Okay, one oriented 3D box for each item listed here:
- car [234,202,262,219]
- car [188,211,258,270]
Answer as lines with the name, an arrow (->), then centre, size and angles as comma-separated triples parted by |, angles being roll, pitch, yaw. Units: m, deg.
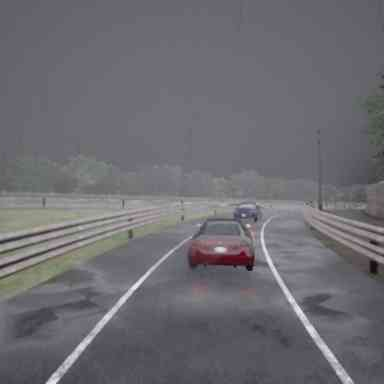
car -> 4.444, 1.542, 26.439 | 1.812, 1.442, 4.674 | -1, -1, 17
car -> 1.039, 1.564, 11.219 | 1.994, 1.385, 4.181 | 0, 0, 7
